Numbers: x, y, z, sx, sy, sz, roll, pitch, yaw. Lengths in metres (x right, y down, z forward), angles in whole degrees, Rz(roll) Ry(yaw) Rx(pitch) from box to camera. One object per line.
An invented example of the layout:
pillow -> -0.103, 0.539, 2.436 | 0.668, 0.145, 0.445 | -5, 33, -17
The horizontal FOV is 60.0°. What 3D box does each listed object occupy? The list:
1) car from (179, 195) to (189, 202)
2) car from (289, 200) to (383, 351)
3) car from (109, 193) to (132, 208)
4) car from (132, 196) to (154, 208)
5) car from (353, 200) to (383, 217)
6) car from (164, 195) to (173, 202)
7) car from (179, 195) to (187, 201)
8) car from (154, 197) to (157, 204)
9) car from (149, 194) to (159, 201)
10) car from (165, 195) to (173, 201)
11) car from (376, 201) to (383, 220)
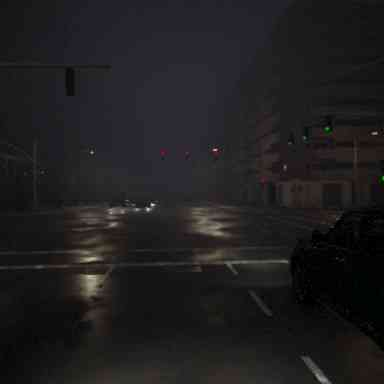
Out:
car -> -1.619, 1.415, 74.094 | 1.994, 1.385, 4.181 | 0, 0, -4
car -> 3.227, 1.196, 4.825 | 2.150, 2.045, 5.566 | 0, 0, -2
car -> -10.324, 1.182, 47.117 | 2.150, 2.045, 5.566 | 0, 0, -4
car -> -6.782, 1.422, 46.585 | 1.882, 1.535, 5.008 | 0, 0, -4
car -> 17.090, 1.437, 29.553 | 4.674, 1.442, 1.812 | 0, 0, -4
car -> -5.083, 1.406, 73.452 | 1.812, 1.442, 4.674 | 0, 0, -4
car -> -2.317, 1.441, 84.013 | 1.895, 1.301, 4.718 | 0, 0, -4
car -> -7.833, 1.412, 62.202 | 2.128, 1.511, 4.902 | 0, 0, -3
car -> -8.929, 1.278, 78.242 | 1.994, 1.385, 4.181 | 0, 0, -4
car -> -5.806, 1.416, 83.737 | 1.994, 1.385, 4.181 | 0, 0, -4
car -> 17.364, 1.421, 26.064 | 4.892, 1.490, 1.837 | 0, 0, -4
